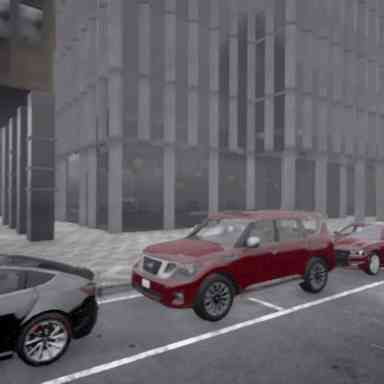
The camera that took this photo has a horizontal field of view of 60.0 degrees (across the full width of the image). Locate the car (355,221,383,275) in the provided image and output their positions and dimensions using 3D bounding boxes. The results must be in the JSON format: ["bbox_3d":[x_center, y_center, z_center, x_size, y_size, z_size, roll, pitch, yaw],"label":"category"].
[{"bbox_3d":[5.799,1.651,10.785,4.507,1.381,1.887,1,-1,-35],"label":"car"}]

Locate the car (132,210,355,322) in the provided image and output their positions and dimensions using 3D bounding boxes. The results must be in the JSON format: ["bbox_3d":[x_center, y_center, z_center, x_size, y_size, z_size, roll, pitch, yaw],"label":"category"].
[{"bbox_3d":[1.211,1.366,7.515,5.009,1.841,2.192,1,-1,-35],"label":"car"}]

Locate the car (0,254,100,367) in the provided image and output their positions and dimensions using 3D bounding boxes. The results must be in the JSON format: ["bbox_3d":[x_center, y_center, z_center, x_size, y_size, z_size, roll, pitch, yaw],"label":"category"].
[{"bbox_3d":[-3.380,1.562,4.241,4.313,1.339,1.947,1,-1,-35],"label":"car"}]
